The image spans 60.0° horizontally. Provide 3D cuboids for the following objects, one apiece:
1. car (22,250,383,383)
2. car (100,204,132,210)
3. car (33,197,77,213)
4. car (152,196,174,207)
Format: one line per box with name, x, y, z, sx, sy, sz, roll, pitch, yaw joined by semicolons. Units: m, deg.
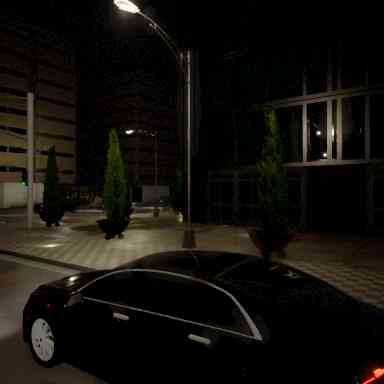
car;-0.196;1.505;4.129;4.892;1.490;1.837;0;0;36
car;-9.894;1.581;43.774;1.812;1.442;4.674;0;0;35
car;-15.016;1.407;36.522;2.097;1.767;4.553;0;0;35
car;-4.129;1.407;51.950;2.097;1.767;4.553;0;0;35
